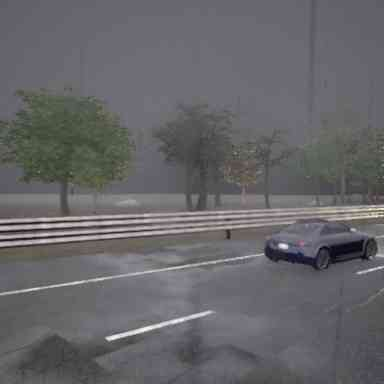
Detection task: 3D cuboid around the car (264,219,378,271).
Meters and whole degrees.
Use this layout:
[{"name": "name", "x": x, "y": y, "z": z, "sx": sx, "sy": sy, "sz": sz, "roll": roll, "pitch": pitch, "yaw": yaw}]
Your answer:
[{"name": "car", "x": 4.387, "y": 1.612, "z": 11.176, "sx": 4.181, "sy": 1.385, "sz": 1.994, "roll": 0, "pitch": 0, "yaw": -36}]
